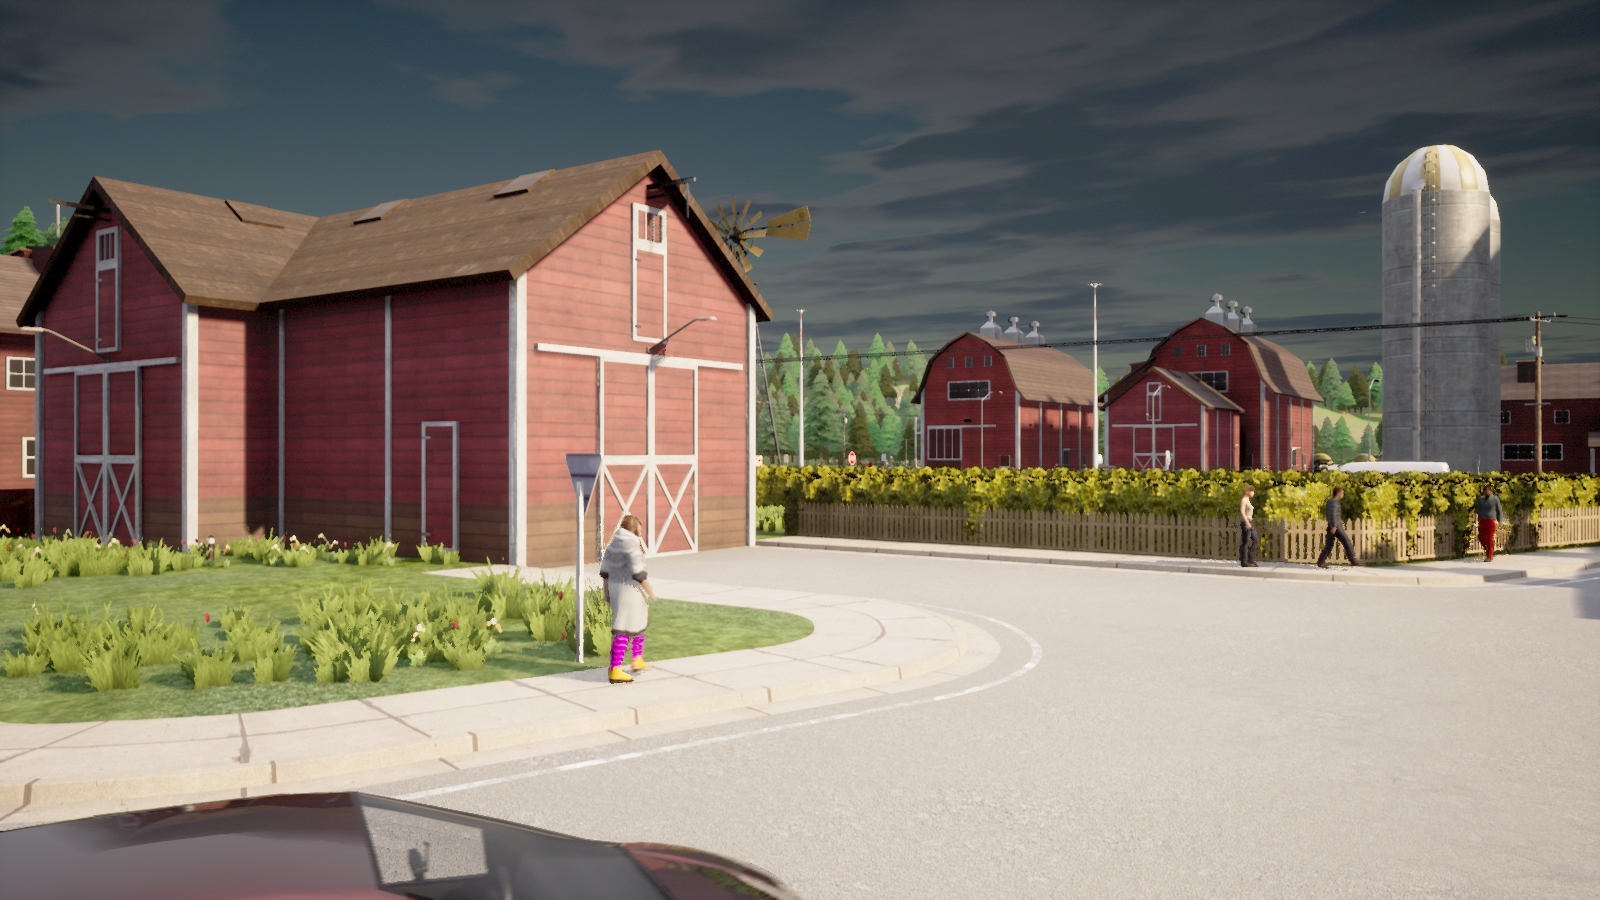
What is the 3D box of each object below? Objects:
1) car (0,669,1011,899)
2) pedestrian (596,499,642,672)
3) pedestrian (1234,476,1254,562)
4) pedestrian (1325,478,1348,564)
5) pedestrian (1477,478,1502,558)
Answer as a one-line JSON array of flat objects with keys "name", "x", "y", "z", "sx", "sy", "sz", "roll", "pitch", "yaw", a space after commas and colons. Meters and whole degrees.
[{"name": "car", "x": -1.764, "y": 1.861, "z": 3.767, "sx": 4.514, "sy": 1.525, "sz": 2.007, "roll": 0, "pitch": 1, "yaw": -26}, {"name": "pedestrian", "x": -2.010, "y": 1.490, "z": 12.700, "sx": 0.375, "sy": 1.860, "sz": 0.375, "roll": 0, "pitch": 0, "yaw": -35}, {"name": "pedestrian", "x": 9.810, "y": 1.516, "z": 25.243, "sx": 0.375, "sy": 1.860, "sz": 0.375, "roll": 0, "pitch": 0, "yaw": 30}, {"name": "pedestrian", "x": 11.706, "y": 1.539, "z": 24.923, "sx": 0.375, "sy": 1.860, "sz": 0.375, "roll": 0, "pitch": 0, "yaw": 14}, {"name": "pedestrian", "x": 16.411, "y": 1.603, "z": 27.179, "sx": 0.375, "sy": 1.860, "sz": 0.375, "roll": 0, "pitch": 0, "yaw": -32}]
